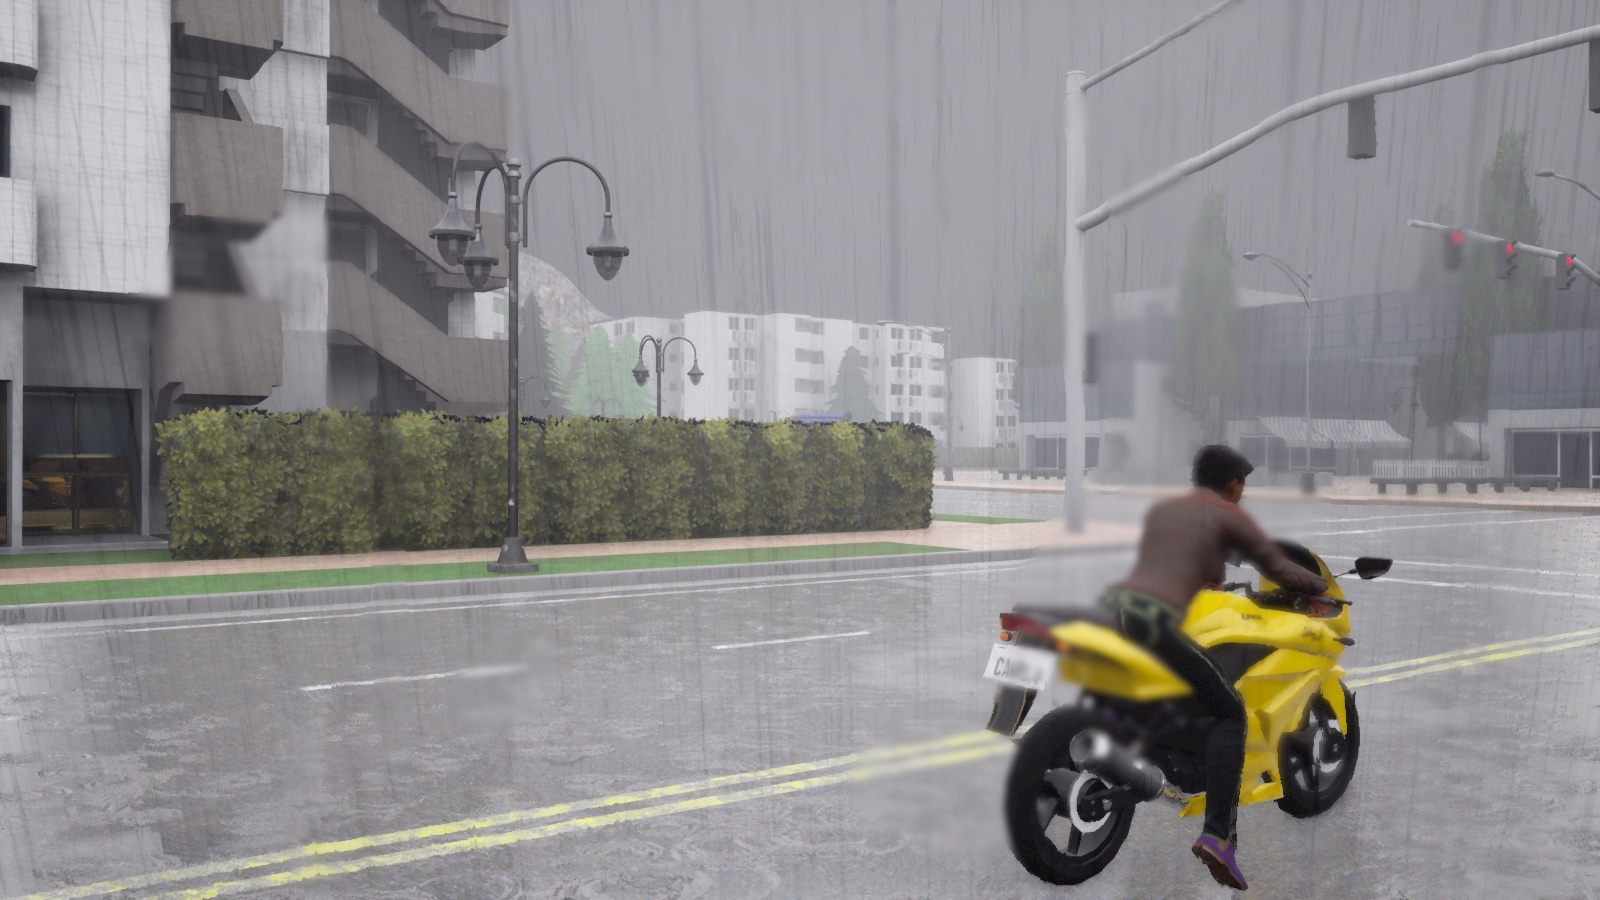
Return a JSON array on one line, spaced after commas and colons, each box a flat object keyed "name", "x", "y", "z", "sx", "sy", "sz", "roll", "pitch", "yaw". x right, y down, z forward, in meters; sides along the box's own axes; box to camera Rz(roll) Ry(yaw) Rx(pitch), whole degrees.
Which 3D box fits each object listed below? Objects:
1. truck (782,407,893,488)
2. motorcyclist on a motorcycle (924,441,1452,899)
[{"name": "truck", "x": 1.568, "y": -0.101, "z": 57.547, "sx": 2.891, "sy": 3.462, "sz": 7.936, "roll": 0, "pitch": 0, "yaw": -15}, {"name": "motorcyclist on a motorcycle", "x": 1.507, "y": 0.735, "z": 4.702, "sx": 2.044, "sy": 1.523, "sz": 0.797, "roll": 0, "pitch": 0, "yaw": -35}]
